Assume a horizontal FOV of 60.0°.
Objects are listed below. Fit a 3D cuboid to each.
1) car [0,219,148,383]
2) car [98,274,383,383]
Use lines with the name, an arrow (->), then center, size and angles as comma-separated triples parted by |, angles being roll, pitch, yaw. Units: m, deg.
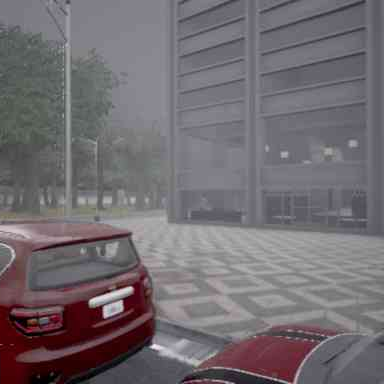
car -> -2.787, 1.348, 4.947 | 5.009, 1.841, 2.192 | 0, 0, 35
car -> 1.643, 1.437, 1.791 | 4.097, 1.590, 1.967 | 0, 0, 35
